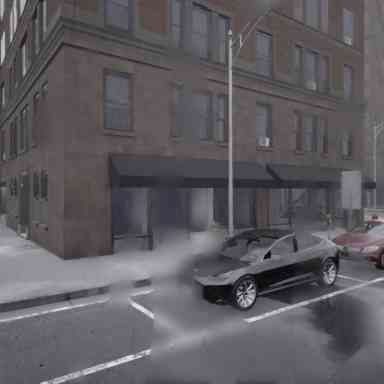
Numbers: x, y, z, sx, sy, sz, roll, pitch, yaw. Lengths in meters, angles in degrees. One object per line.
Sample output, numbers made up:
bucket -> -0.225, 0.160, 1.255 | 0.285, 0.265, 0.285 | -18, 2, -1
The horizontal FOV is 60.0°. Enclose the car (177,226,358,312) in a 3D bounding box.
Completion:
car -> 1.702, 1.566, 7.748 | 4.313, 1.339, 1.947 | 0, 0, -35

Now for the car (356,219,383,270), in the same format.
car -> 6.180, 1.582, 10.943 | 4.206, 1.307, 1.802 | 0, 0, -35
